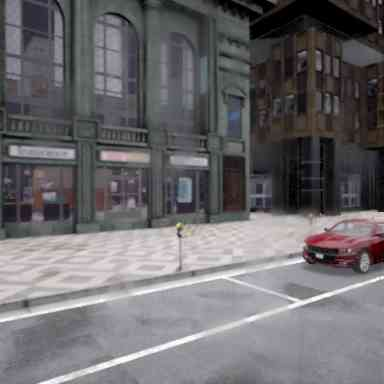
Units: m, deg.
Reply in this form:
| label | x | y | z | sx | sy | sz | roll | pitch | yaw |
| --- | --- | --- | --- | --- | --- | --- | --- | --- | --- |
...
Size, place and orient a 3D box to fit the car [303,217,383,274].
| label | x | y | z | sx | sy | sz | roll | pitch | yaw |
| --- | --- | --- | --- | --- | --- | --- | --- | --- | --- |
| car | 5.349 | 1.509 | 10.466 | 4.507 | 1.381 | 1.887 | 0 | 0 | -35 |
